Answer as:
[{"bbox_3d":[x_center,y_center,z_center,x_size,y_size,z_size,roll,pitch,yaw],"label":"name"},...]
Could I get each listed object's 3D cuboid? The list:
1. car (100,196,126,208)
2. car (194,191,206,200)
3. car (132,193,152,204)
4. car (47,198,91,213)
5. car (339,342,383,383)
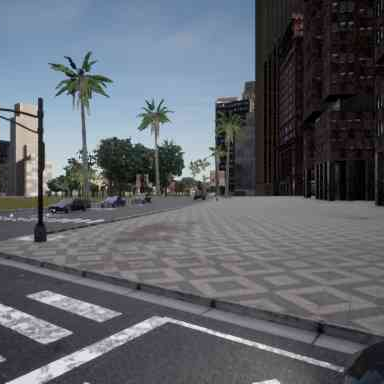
[{"bbox_3d":[-10.213,1.260,43.564,1.812,1.442,4.674,0,1,13],"label":"car"},{"bbox_3d":[1.707,0.692,71.364,2.150,2.045,5.566,0,1,8],"label":"car"},{"bbox_3d":[-8.088,0.995,53.645,2.097,1.767,4.553,0,1,11],"label":"car"},{"bbox_3d":[-12.435,1.363,34.170,2.033,1.411,5.357,0,0,14],"label":"car"},{"bbox_3d":[3.208,1.505,1.422,4.892,1.490,1.837,0,0,34],"label":"car"}]
